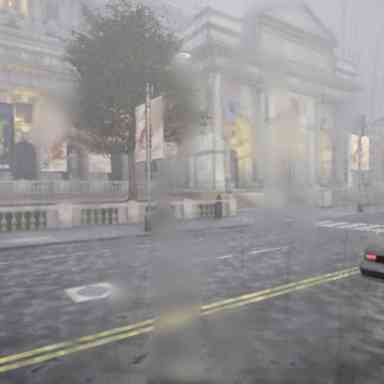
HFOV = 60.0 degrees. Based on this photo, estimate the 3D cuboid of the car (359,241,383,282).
[{"bbox_3d":[6.213,1.421,8.009,5.357,1.411,2.033,-1,1,-34],"label":"car"}]
